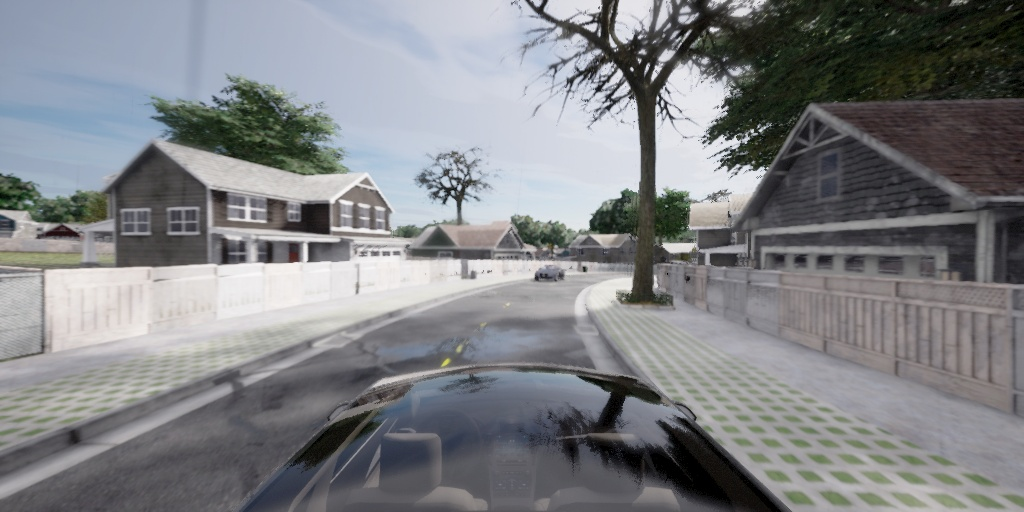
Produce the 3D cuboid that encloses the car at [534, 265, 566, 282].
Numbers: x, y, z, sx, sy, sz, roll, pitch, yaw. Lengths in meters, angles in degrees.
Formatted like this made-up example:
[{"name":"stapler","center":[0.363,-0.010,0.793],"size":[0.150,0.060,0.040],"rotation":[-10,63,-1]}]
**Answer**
[{"name":"car","center":[3.393,1.498,31.784],"size":[1.994,1.385,4.181],"rotation":[1,-1,22]}]
